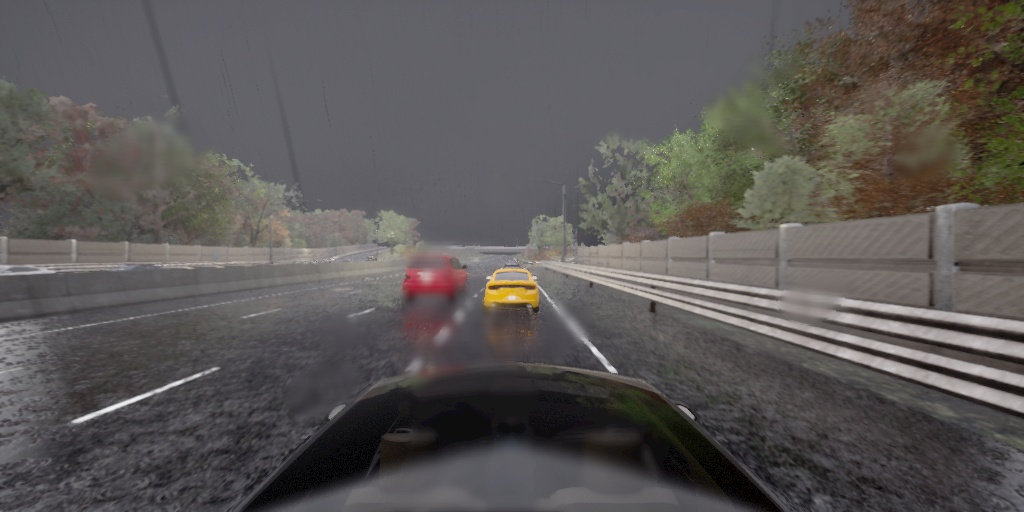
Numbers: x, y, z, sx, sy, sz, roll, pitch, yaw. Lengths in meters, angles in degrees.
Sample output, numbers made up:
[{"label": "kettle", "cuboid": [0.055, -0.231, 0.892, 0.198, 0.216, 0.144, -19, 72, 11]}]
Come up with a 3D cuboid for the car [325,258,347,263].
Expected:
[{"label": "car", "cuboid": [-24.498, 0.981, 50.749, 2.033, 1.411, 5.357, 0, 0, 0]}]

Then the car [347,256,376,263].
[{"label": "car", "cuboid": [-20.998, 0.835, 50.779, 2.097, 1.767, 4.553, 0, 0, 0]}]

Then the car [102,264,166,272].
[{"label": "car", "cuboid": [-28.087, 1.325, 26.683, 2.033, 1.411, 5.357, 0, 0, 0]}]

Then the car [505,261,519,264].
[{"label": "car", "cuboid": [0.001, 1.288, 36.488, 2.128, 1.511, 4.902, 0, 0, 0]}]

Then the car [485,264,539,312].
[{"label": "car", "cuboid": [0.002, 1.237, 14.406, 1.882, 1.535, 5.008, 0, 0, 0]}]

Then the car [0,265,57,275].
[{"label": "car", "cuboid": [-31.589, 1.296, 22.373, 1.812, 1.442, 4.674, 0, 0, 0]}]

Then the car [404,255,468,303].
[{"label": "car", "cuboid": [-3.399, 0.983, 16.932, 2.150, 2.045, 5.566, 0, 0, 0]}]
